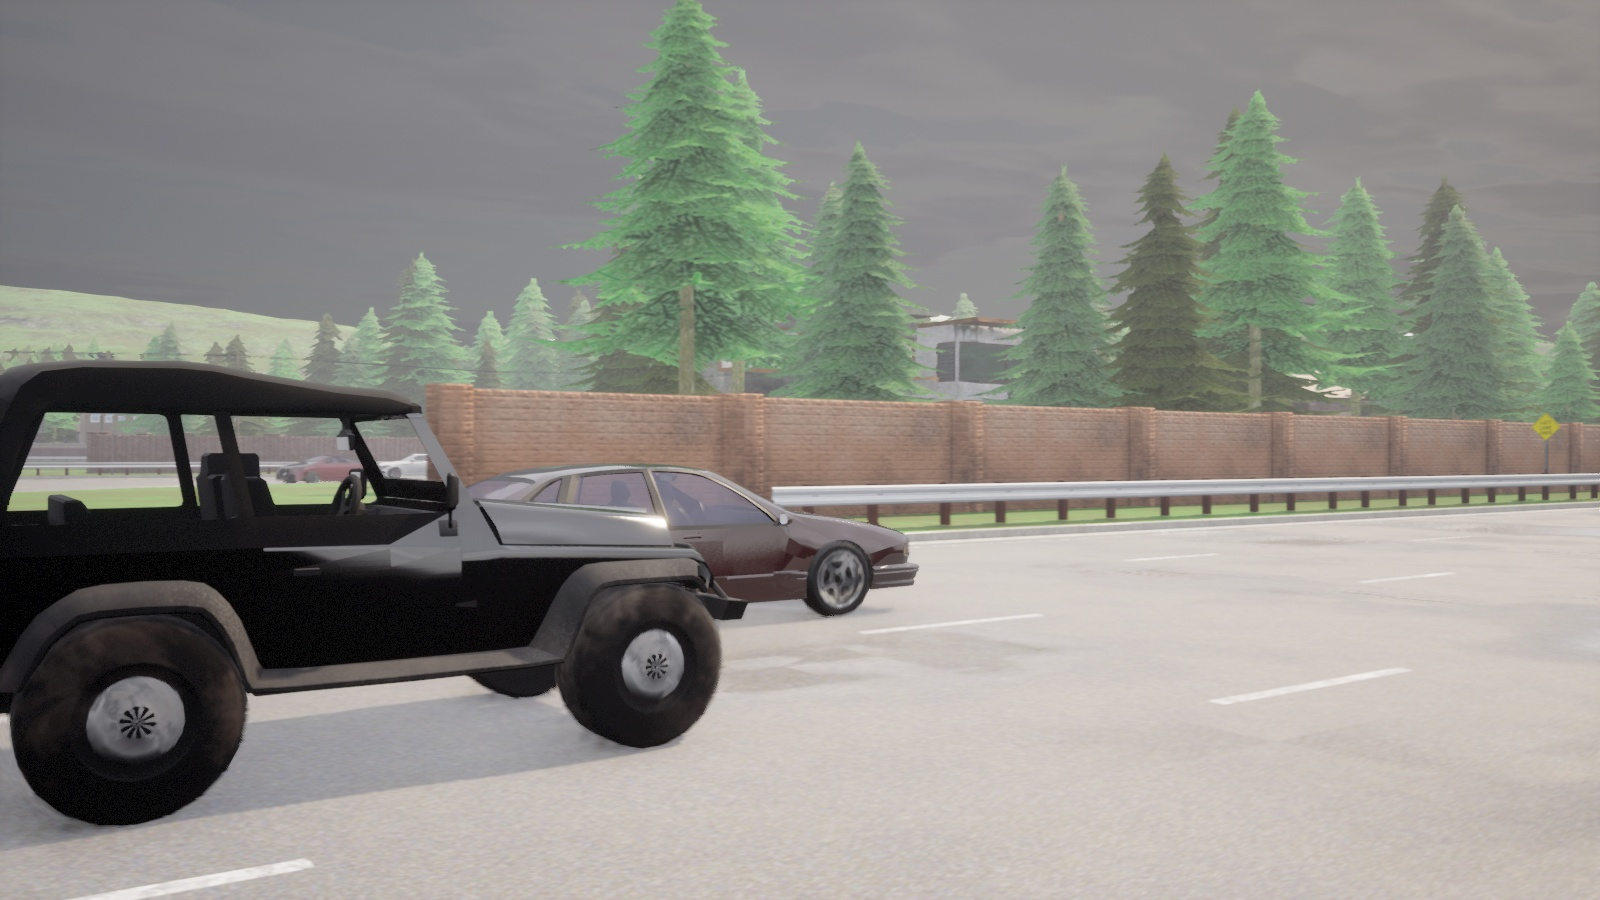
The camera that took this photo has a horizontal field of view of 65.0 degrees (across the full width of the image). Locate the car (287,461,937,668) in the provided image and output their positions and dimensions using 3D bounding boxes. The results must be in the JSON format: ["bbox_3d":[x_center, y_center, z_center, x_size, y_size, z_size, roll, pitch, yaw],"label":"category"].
[{"bbox_3d":[-1.490,0.823,11.150,5.357,1.411,2.033,0,0,-35],"label":"car"}]

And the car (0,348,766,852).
[{"bbox_3d":[-2.315,0.561,6.313,3.866,1.878,1.905,0,0,-35],"label":"car"}]
